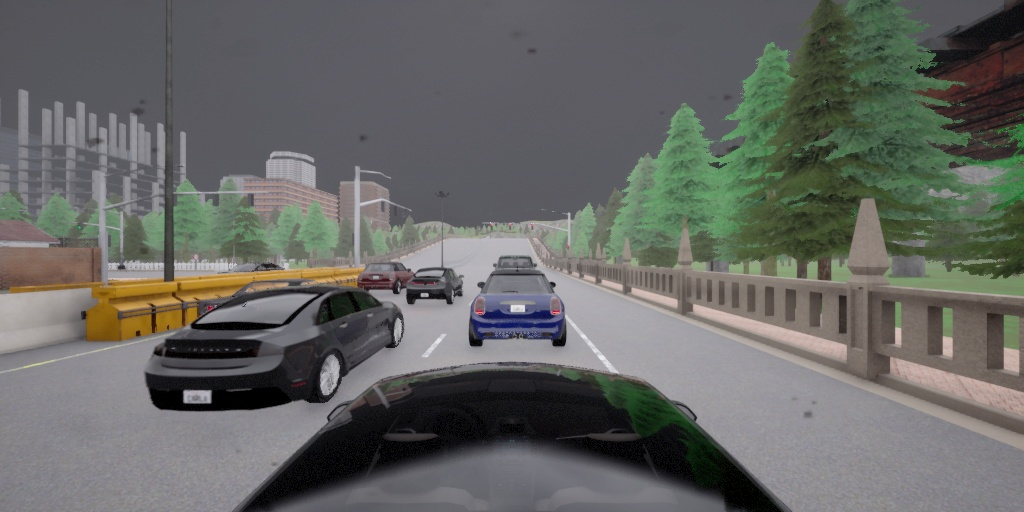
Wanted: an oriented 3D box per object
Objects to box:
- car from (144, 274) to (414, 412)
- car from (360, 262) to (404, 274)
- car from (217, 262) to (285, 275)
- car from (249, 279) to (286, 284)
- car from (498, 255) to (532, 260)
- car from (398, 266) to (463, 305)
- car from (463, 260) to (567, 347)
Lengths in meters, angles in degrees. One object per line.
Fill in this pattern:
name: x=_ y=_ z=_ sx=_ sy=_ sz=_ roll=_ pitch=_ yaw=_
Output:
car: x=-3.385 y=1.256 z=6.286 sx=1.837 sy=1.490 sz=4.892 roll=0 pitch=0 yaw=0
car: x=-6.881 y=1.102 z=20.175 sx=2.097 sy=1.767 sz=4.553 roll=0 pitch=0 yaw=-1
car: x=-17.419 y=1.168 z=24.158 sx=1.837 sy=1.490 sz=4.892 roll=0 pitch=0 yaw=0
car: x=-6.865 y=1.351 z=11.183 sx=1.895 sy=1.301 sz=4.718 roll=0 pitch=0 yaw=0
car: x=0.162 y=0.972 z=18.996 sx=2.150 sy=2.045 sz=5.566 roll=0 pitch=0 yaw=0
car: x=-3.348 y=1.255 z=16.187 sx=1.837 sy=1.490 sz=4.892 roll=0 pitch=0 yaw=0
car: x=0.125 y=1.102 z=9.506 sx=2.097 sy=1.767 sz=4.553 roll=0 pitch=0 yaw=0
